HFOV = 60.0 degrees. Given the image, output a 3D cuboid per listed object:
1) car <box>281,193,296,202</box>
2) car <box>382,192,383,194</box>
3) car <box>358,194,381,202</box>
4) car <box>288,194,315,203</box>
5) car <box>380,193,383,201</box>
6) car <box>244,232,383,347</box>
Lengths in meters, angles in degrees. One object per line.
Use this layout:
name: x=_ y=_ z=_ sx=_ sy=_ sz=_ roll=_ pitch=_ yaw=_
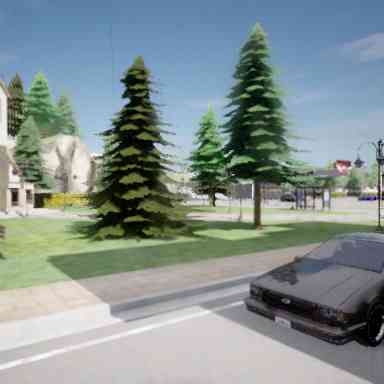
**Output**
car: x=20.174 y=1.298 z=67.315 sx=2.007 sy=1.523 sz=4.514 roll=0 pitch=0 yaw=-36
car: x=44.954 y=1.217 z=75.590 sx=2.007 sy=1.523 sz=4.514 roll=0 pitch=0 yaw=-36
car: x=36.797 y=1.253 z=69.818 sx=1.845 sy=1.501 sz=3.633 roll=0 pitch=0 yaw=-36
car: x=22.697 y=1.284 z=69.180 sx=2.152 sy=1.636 sz=5.027 roll=0 pitch=0 yaw=-36
car: x=33.423 y=1.329 z=53.904 sx=1.970 sy=1.475 sz=3.806 roll=0 pitch=0 yaw=-36
car: x=3.504 y=1.540 z=6.493 sx=5.357 sy=1.411 sz=2.033 roll=0 pitch=0 yaw=-36
